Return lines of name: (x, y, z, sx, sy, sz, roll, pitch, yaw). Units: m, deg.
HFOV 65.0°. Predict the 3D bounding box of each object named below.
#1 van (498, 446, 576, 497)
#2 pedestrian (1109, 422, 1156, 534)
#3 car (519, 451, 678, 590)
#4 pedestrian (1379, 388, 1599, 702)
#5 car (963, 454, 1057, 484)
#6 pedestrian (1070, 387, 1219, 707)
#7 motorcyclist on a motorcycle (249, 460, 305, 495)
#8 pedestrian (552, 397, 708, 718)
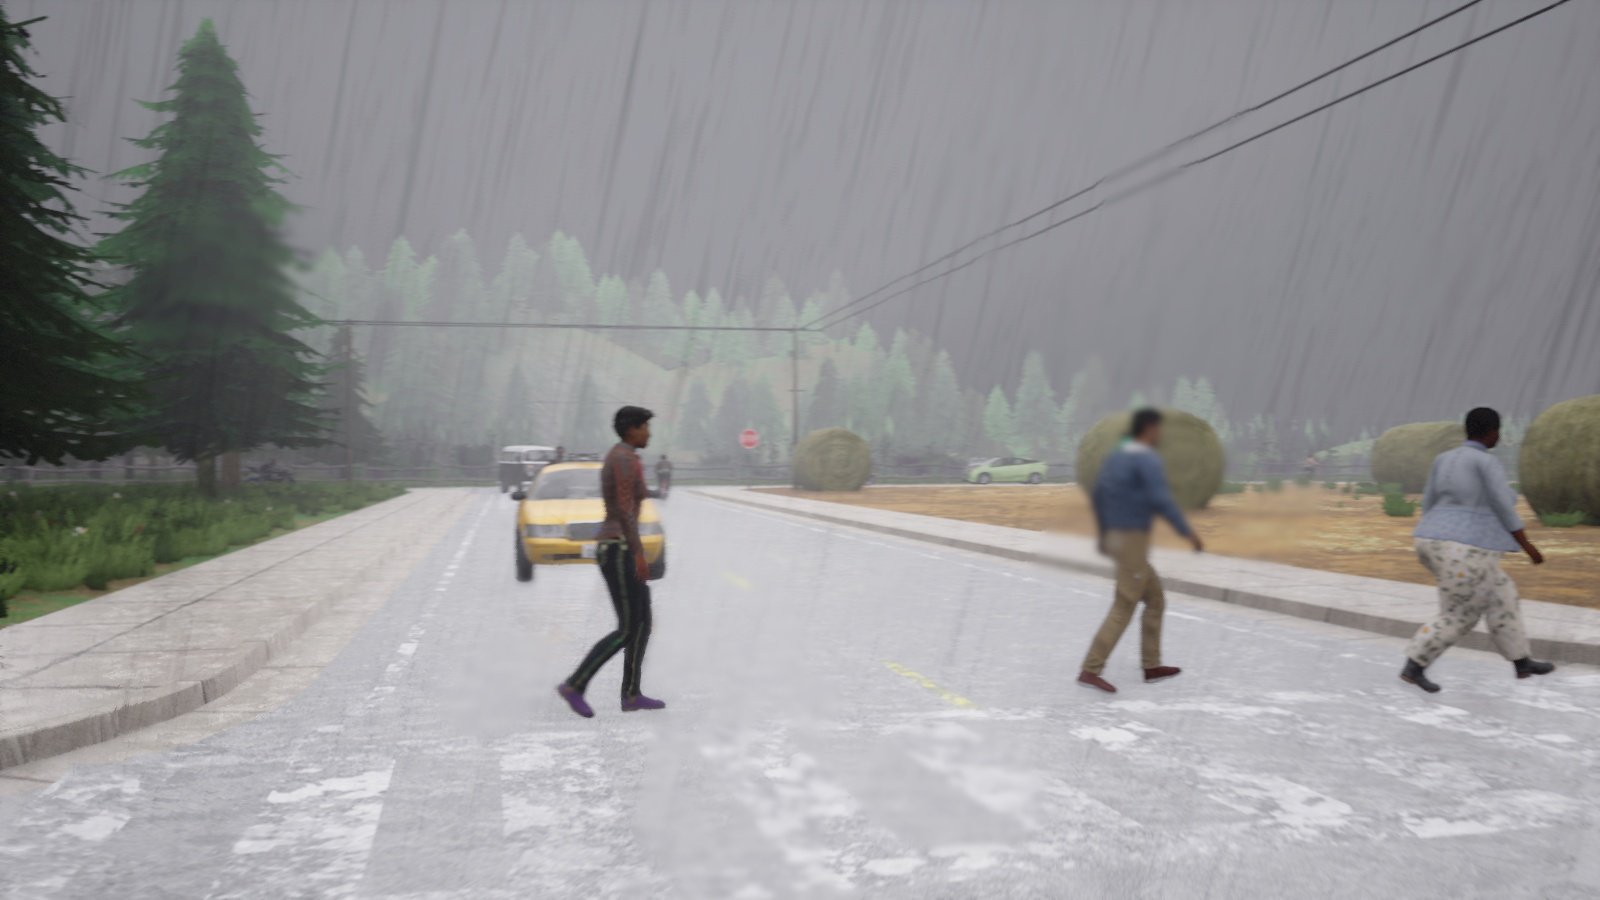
van: (-11.095, 0.865, 52.698, 2.069, 2.038, 4.480, 1, -1, -27)
pedestrian: (5.907, 0.490, 22.340, 0.659, 1.952, 0.873, 0, 0, 6)
car: (-2.891, 0.818, 17.092, 1.801, 1.575, 5.366, 0, 0, -13)
pedestrian: (4.292, 0.564, 7.881, 0.900, 1.855, 0.874, 0, 0, 1)
car: (11.105, 0.997, 66.582, 4.514, 1.525, 2.007, 0, 0, -10)
pedestrian: (2.168, 0.588, 7.938, 0.788, 1.949, 0.423, 0, 0, -12)
motorcyclist on a motorcycle: (-23.728, 1.248, 57.023, 2.191, 1.530, 0.866, 0, 0, -10)
pedestrian: (-0.994, 0.604, 7.309, 0.869, 1.805, 0.328, 0, 0, -11)
